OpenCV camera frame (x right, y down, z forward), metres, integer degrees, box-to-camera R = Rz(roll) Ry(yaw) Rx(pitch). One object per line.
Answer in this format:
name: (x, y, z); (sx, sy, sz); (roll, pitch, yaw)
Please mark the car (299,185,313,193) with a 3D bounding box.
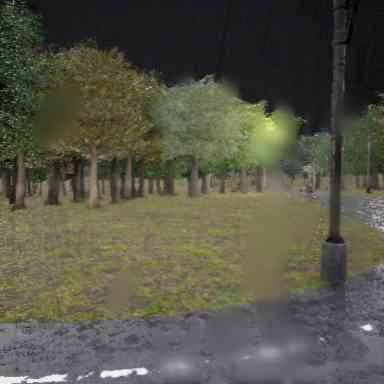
car: (20.403, -0.493, 59.813); (1.994, 1.385, 4.181); (1, 1, 12)
